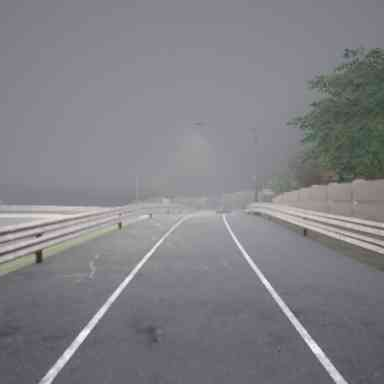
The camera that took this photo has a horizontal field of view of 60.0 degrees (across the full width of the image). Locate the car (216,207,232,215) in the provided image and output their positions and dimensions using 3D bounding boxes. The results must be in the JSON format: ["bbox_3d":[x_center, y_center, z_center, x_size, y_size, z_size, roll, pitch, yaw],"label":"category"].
[{"bbox_3d":[8.429,4.874,86.721,2.150,2.045,5.566,-3,-5,35],"label":"car"}]

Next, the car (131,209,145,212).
[{"bbox_3d":[-10.704,3.745,66.020,5.357,1.411,2.033,3,-5,-40],"label":"car"}]
